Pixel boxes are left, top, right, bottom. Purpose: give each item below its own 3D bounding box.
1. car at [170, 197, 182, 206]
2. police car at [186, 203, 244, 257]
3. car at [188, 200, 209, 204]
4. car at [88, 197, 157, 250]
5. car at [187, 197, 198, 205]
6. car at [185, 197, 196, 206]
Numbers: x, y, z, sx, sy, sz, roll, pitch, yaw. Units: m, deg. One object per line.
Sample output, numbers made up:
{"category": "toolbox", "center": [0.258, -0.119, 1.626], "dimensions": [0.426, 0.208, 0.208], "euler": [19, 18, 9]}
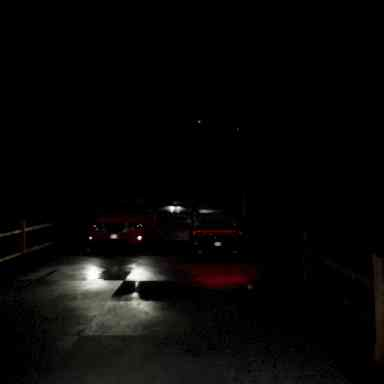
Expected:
{"category": "car", "center": [-2.779, 1.664, 57.456], "dimensions": [2.128, 1.511, 4.902], "euler": [0, 0, 1]}
{"category": "police car", "center": [0.830, 1.472, 13.286], "dimensions": [1.930, 1.638, 5.238], "euler": [0, 0, 0]}
{"category": "car", "center": [0.834, 1.557, 23.180], "dimensions": [1.882, 1.535, 5.008], "euler": [0, 0, 0]}
{"category": "car", "center": [-2.843, 1.273, 14.877], "dimensions": [2.150, 2.045, 5.566], "euler": [0, 0, 0]}
{"category": "car", "center": [0.024, 1.706, 64.216], "dimensions": [2.033, 1.411, 5.357], "euler": [0, 0, 0]}
{"category": "car", "center": [0.020, 1.642, 49.391], "dimensions": [1.882, 1.535, 5.008], "euler": [0, 0, 0]}
